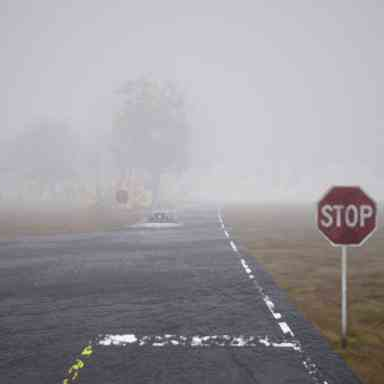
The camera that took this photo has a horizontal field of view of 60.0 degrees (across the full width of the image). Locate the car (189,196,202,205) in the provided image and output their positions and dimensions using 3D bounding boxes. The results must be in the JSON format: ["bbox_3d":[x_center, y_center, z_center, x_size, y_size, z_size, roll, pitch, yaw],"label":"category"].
[{"bbox_3d":[0.651,1.409,58.901,2.128,1.511,4.902,0,0,7],"label":"car"}]

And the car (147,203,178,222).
[{"bbox_3d":[-2.238,1.568,25.956,1.994,1.385,4.181,0,0,3],"label":"car"}]
